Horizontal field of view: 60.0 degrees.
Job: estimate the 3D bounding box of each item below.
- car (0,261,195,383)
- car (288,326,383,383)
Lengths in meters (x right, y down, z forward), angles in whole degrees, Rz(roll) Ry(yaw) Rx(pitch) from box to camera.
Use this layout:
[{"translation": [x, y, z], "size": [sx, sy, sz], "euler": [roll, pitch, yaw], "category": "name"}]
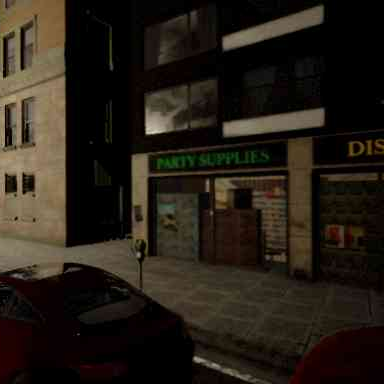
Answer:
[{"translation": [-1.915, 1.573, 4.223], "size": [4.206, 1.307, 1.802], "euler": [0, 0, 36], "category": "car"}, {"translation": [2.704, 1.319, 0.929], "size": [5.009, 1.841, 2.192], "euler": [0, 0, 36], "category": "car"}]
